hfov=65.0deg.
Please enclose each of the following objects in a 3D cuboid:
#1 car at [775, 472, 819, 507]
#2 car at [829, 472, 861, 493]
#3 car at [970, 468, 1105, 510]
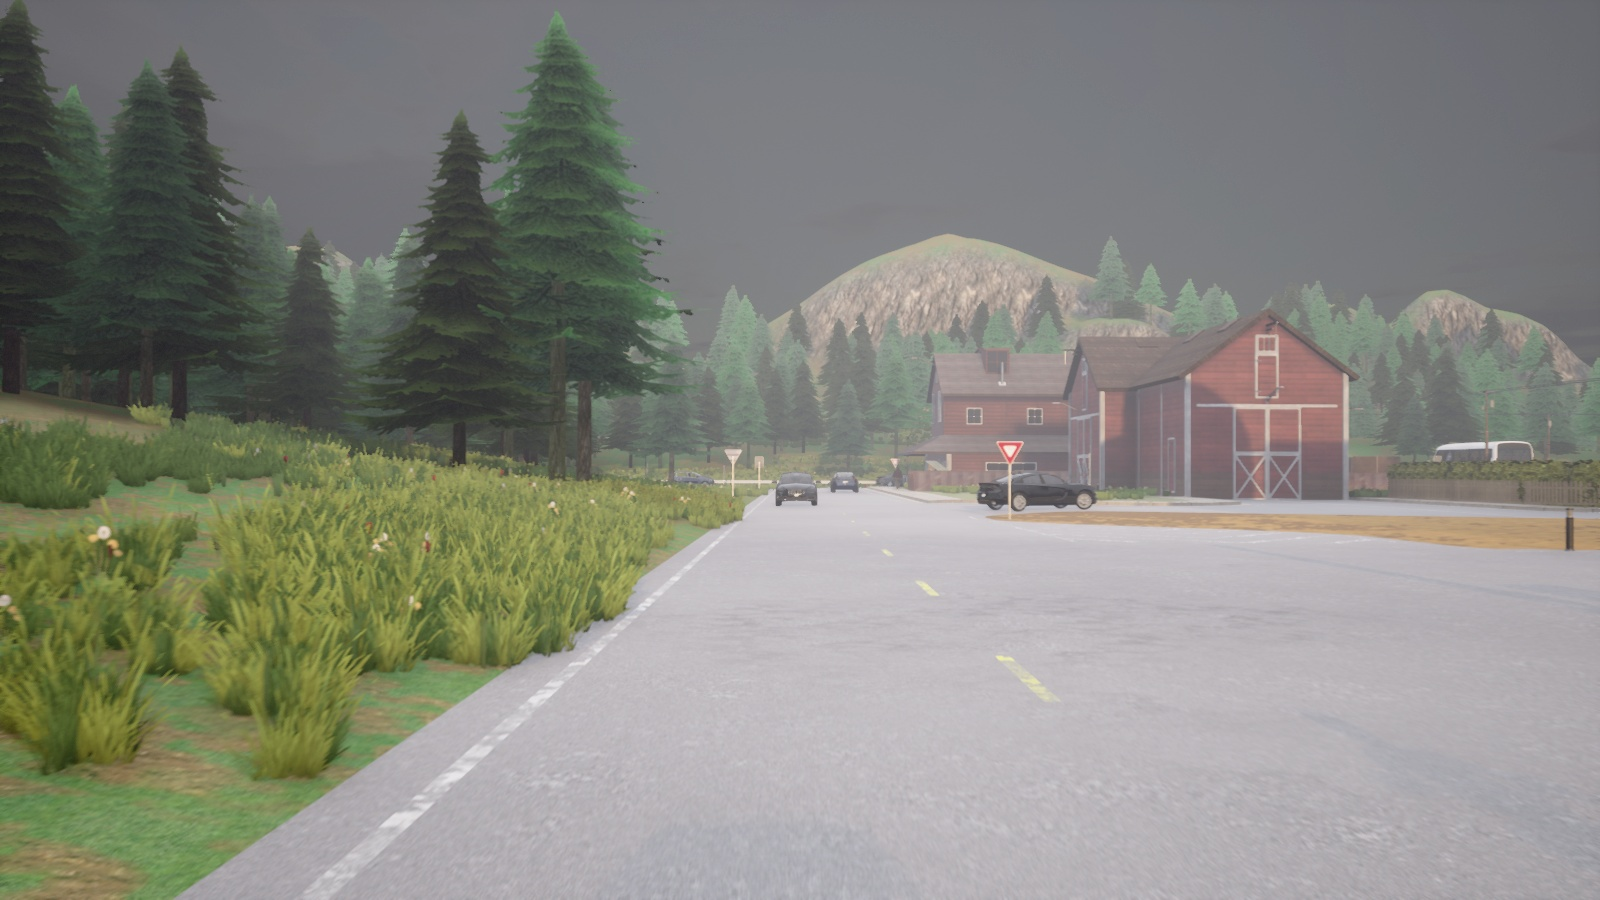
[{"bbox_3d":[-0.138,1.745,56.416,1.837,1.490,4.892,-1,-1,0],"label":"car"},{"bbox_3d":[3.276,2.354,92.757,2.163,1.488,4.792,0,-1,0],"label":"car"},{"bbox_3d":[9.435,1.525,49.818,5.008,1.535,1.882,-1,-1,-22],"label":"car"}]
